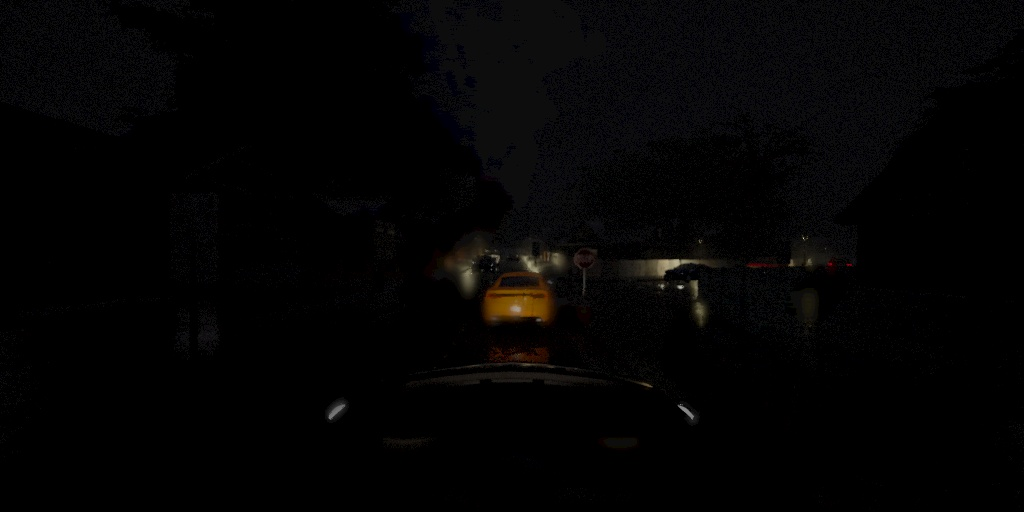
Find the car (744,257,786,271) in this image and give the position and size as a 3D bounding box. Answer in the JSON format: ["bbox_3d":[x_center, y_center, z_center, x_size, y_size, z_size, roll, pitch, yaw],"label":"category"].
[{"bbox_3d":[25.653,1.151,36.298,5.566,2.045,2.150,1,0,-34],"label":"car"}]

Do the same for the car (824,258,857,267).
[{"bbox_3d":[39.569,1.254,42.614,5.566,2.045,2.150,0,0,-37],"label":"car"}]

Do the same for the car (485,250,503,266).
[{"bbox_3d":[-2.799,0.264,48.960,2.150,2.045,5.566,0,2,0],"label":"car"}]

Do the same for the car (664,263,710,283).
[{"bbox_3d":[14.548,1.322,29.294,5.008,1.535,1.882,0,0,-31],"label":"car"}]

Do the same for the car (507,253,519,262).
[{"bbox_3d":[0.152,0.222,61.199,1.994,1.385,4.181,0,2,0],"label":"car"}]

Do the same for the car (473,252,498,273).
[{"bbox_3d":[-2.814,0.765,37.002,2.097,1.767,4.553,0,2,0],"label":"car"}]

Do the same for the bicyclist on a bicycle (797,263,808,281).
[{"bbox_3d":[22.013,1.341,26.911,0.582,1.620,1.656,0,0,-32],"label":"bicyclist on a bicycle"}]

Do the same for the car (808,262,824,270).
[{"bbox_3d":[39.708,1.534,46.290,4.902,1.511,2.128,1,0,-37],"label":"car"}]

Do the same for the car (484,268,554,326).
[{"bbox_3d":[0.361,1.271,11.943,1.882,1.535,5.008,0,0,5],"label":"car"}]
